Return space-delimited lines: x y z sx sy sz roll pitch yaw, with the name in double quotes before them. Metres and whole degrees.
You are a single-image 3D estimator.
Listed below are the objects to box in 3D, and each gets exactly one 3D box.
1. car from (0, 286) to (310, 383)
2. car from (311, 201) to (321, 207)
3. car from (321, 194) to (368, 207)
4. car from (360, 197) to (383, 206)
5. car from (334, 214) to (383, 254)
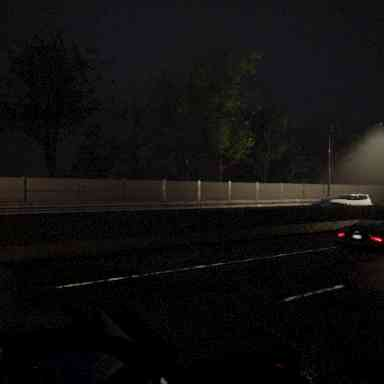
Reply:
"car" -1.523 1.547 2.531 5.357 1.411 2.033 0 0 -32
"car" 15.997 1.482 38.675 5.008 1.535 1.882 0 0 -32
"car" 16.467 1.226 34.832 5.566 2.045 2.150 0 0 -32
"car" 18.934 1.496 32.250 4.902 1.511 2.128 0 0 -32
"car" 7.638 1.548 12.459 5.357 1.411 2.033 0 0 -32
